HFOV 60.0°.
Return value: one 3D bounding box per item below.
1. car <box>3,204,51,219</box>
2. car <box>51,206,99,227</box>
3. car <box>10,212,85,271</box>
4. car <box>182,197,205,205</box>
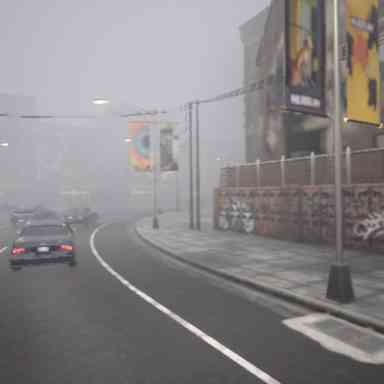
[{"bbox_3d":[-11.750,1.753,25.108,2.128,1.511,4.902,-1,0,-3],"label":"car"},{"bbox_3d":[-8.245,1.770,24.532,2.033,1.411,5.357,-1,0,-4],"label":"car"},{"bbox_3d":[-5.067,1.663,11.582,2.033,1.411,5.357,0,0,-22],"label":"car"},{"bbox_3d":[0.276,1.723,64.848,4.553,1.767,2.097,0,0,-34],"label":"car"}]
